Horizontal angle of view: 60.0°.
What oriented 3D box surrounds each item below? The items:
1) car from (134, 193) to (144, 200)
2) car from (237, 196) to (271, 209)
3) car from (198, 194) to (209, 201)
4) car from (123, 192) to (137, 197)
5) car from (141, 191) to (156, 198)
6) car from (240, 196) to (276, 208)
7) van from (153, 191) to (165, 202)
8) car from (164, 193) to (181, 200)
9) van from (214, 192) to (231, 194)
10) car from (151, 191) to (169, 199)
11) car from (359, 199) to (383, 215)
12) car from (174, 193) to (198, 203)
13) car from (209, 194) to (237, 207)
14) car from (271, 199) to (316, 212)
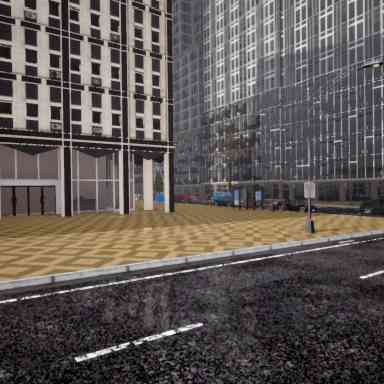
[{"bbox_3d":[-11.254,1.039,68.216,2.008,1.369,4.403,0,1,-34],"label":"car"},{"bbox_3d":[7.815,1.388,39.947,1.802,1.307,4.206,0,1,-34],"label":"car"},{"bbox_3d":[2.066,1.043,63.521,1.802,1.307,4.206,0,1,-34],"label":"car"},{"bbox_3d":[-17.097,0.688,91.728,2.008,1.369,4.403,0,1,-34],"label":"car"},{"bbox_3d":[-10.710,0.686,82.324,1.967,1.590,4.097,0,1,-34],"label":"car"},{"bbox_3d":[8.592,1.265,43.599,1.812,1.442,4.674,-1,1,-34],"label":"car"},{"bbox_3d":[-4.866,0.937,58.811,1.690,1.788,3.998,0,1,-34],"label":"van"},{"bbox_3d":[-4.322,0.936,72.924,1.802,1.307,4.206,0,1,-34],"label":"car"},{"bbox_3d":[5.259,0.855,58.816,1.690,1.788,3.998,0,1,-34],"label":"van"},{"bbox_3d":[-7.516,0.615,77.622,2.192,1.841,5.009,0,1,-34],"label":"car"},{"bbox_3d":[17.687,1.412,30.217,1.812,1.442,4.674,-1,1,-34],"label":"car"},{"bbox_3d":[-1.509,1.051,58.559,1.882,1.535,5.008,-1,1,-34],"label":"car"},{"bbox_3d":[4.670,1.319,44.680,1.947,1.339,4.313,0,1,-34],"label":"car"},{"bbox_3d":[10.995,1.424,35.234,1.947,1.339,4.313,0,1,-34],"label":"car"}]
